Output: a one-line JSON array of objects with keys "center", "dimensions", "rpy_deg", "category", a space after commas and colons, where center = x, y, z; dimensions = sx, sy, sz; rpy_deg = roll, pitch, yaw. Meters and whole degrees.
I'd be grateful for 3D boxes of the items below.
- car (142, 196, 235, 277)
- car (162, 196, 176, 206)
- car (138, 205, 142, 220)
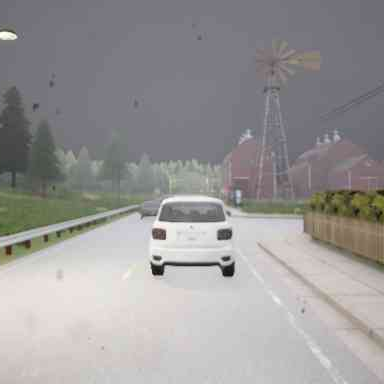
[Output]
[{"center": [0.077, 1.186, 10.318], "dimensions": [2.150, 2.045, 5.566], "rpy_deg": [0, -1, 2], "category": "car"}, {"center": [-3.493, 1.373, 50.909], "dimensions": [1.837, 1.490, 4.892], "rpy_deg": [0, 0, 0], "category": "car"}, {"center": [-3.360, 1.430, 27.808], "dimensions": [1.837, 1.490, 4.892], "rpy_deg": [-1, 0, -7], "category": "car"}]
